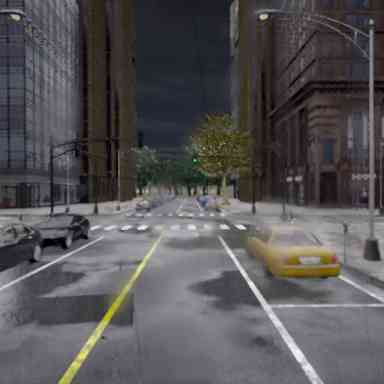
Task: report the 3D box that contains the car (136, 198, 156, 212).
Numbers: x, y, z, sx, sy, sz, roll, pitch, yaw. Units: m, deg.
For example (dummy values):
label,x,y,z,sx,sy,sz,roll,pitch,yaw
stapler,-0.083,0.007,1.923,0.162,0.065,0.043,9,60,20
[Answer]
label,x,y,z,sx,sy,sz,roll,pitch,yaw
car,-6.008,1.738,41.914,1.802,1.307,4.206,-1,0,0

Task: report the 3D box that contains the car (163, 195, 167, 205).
label,x,y,z,sx,sy,sz,roll,pitch,yaw
car,-6.109,1.497,58.954,2.192,1.841,5.009,-1,0,0

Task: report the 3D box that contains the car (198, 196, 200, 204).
label,x,y,z,sx,sy,sz,roll,pitch,yaw
car,2.452,1.693,53.331,1.947,1.339,4.313,-1,0,0

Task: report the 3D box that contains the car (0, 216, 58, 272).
label,x,y,z,sx,sy,sz,roll,pitch,yaw
car,-5.827,1.619,9.565,2.008,1.369,4.403,-1,0,0

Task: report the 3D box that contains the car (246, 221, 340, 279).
label,x,y,z,sx,sy,sz,roll,pitch,yaw
car,2.696,1.547,9.958,1.752,1.417,4.829,-1,0,0

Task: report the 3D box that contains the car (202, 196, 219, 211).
label,x,y,z,sx,sy,sz,roll,pitch,yaw
car,2.515,1.633,42.141,1.752,1.417,4.829,-1,0,0

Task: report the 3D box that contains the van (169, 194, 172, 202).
label,x,y,z,sx,sy,sz,roll,pitch,yaw
van,-6.205,1.536,75.993,1.690,1.788,3.998,-1,0,0

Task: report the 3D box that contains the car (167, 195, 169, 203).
label,x,y,z,sx,sy,sz,roll,pitch,yaw
car,-6.137,1.738,64.634,2.008,1.369,4.403,-1,0,0

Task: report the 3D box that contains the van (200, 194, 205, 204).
label,x,y,z,sx,sy,sz,roll,pitch,yaw
van,2.480,1.459,47.652,1.690,1.788,3.998,-1,0,0

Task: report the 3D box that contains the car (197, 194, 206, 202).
label,x,y,z,sx,sy,sz,roll,pitch,yaw
car,2.288,1.465,81.726,2.192,1.841,5.009,-1,0,0

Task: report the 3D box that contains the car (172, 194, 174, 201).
label,x,y,z,sx,sy,sz,roll,pitch,yaw
car,-6.235,1.638,81.672,1.967,1.590,4.097,-1,0,0

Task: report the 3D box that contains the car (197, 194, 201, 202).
label,x,y,z,sx,sy,sz,roll,pitch,yaw
car,2.386,1.665,64.859,1.752,1.417,4.829,-1,0,0

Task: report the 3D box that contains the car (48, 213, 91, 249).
label,x,y,z,sx,sy,sz,roll,pitch,yaw
car,-5.857,1.652,14.944,1.947,1.339,4.313,-1,0,0

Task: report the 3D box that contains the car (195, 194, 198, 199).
label,x,y,z,sx,sy,sz,roll,pitch,yaw
car,2.323,1.698,76.047,2.008,1.369,4.403,-1,0,0

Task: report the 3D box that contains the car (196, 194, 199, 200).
label,x,y,z,sx,sy,sz,roll,pitch,yaw
car,2.355,1.688,70.368,1.887,1.381,4.507,-1,0,0

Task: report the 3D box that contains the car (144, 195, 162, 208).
label,x,y,z,sx,sy,sz,roll,pitch,yaw
car,-6.045,1.481,47.595,2.192,1.841,5.009,-1,0,0
